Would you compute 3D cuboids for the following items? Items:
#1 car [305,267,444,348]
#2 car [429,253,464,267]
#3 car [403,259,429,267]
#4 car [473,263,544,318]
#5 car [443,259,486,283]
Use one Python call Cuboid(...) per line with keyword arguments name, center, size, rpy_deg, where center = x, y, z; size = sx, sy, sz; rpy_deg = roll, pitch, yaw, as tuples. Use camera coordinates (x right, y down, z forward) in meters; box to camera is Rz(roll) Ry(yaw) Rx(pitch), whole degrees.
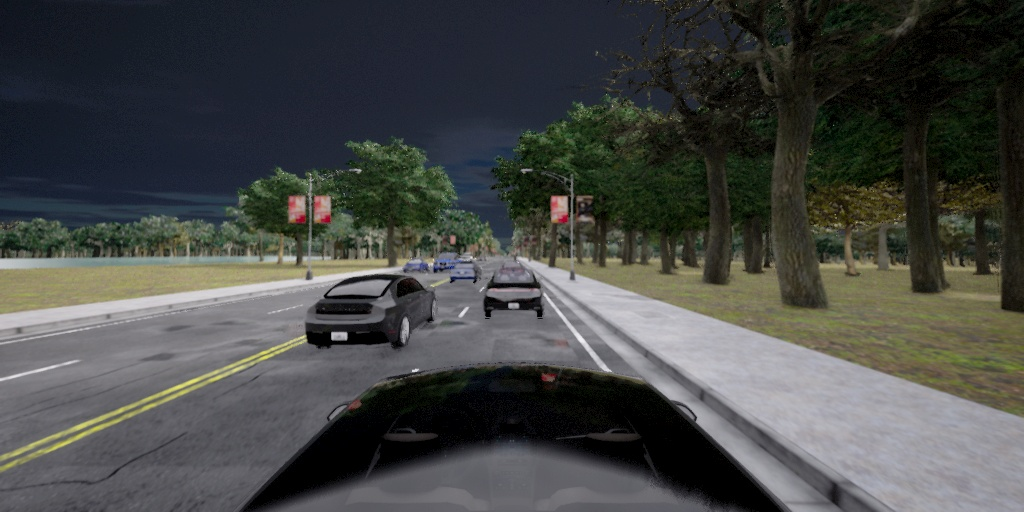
Cuboid(name="car", center=(-3.197, 1.205, 9.065), size=(1.837, 1.490, 4.892), rpy_deg=(0, 1, 0))
Cuboid(name="car", center=(-6.686, 0.723, 37.304), size=(2.150, 2.045, 5.566), rpy_deg=(0, 0, 0))
Cuboid(name="car", center=(-9.935, 1.028, 37.370), size=(1.812, 1.442, 4.674), rpy_deg=(0, 0, 0))
Cuboid(name="car", center=(0.056, 1.166, 12.521), size=(2.128, 1.511, 4.902), rpy_deg=(0, 1, 0))
Cuboid(name="car", center=(-3.228, 1.129, 25.731), size=(2.033, 1.411, 5.357), rpy_deg=(0, 0, 0))
